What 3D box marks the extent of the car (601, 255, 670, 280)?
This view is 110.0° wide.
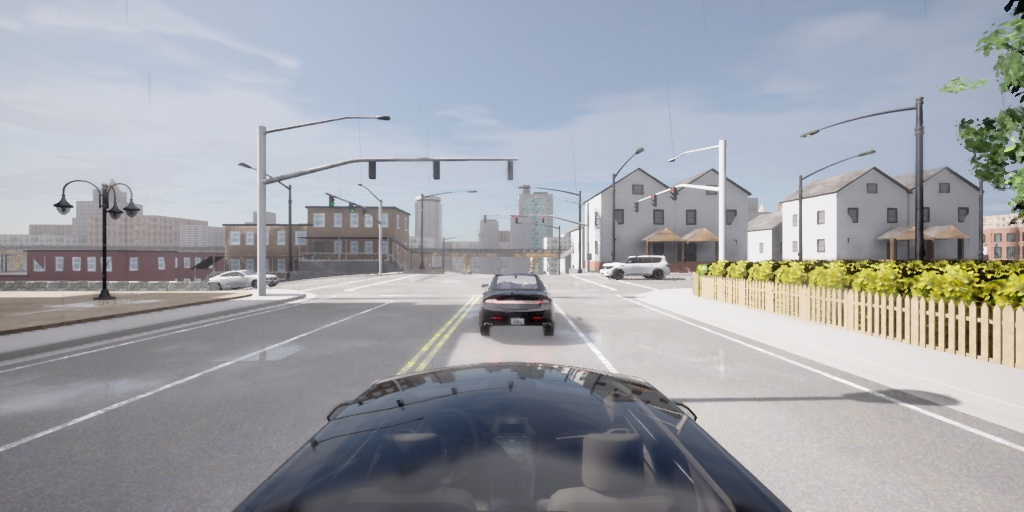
[{"bbox_3d":[10.403,0.974,30.354,5.566,2.045,2.150,0,0,-1],"label":"car"}]

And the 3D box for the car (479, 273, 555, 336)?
[{"bbox_3d":[0.118,1.242,10.394,2.128,1.511,4.902,0,0,0],"label":"car"}]

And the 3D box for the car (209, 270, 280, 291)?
[{"bbox_3d":[-19.659,1.742,26.266,4.674,1.442,1.812,-4,0,1],"label":"car"}]
